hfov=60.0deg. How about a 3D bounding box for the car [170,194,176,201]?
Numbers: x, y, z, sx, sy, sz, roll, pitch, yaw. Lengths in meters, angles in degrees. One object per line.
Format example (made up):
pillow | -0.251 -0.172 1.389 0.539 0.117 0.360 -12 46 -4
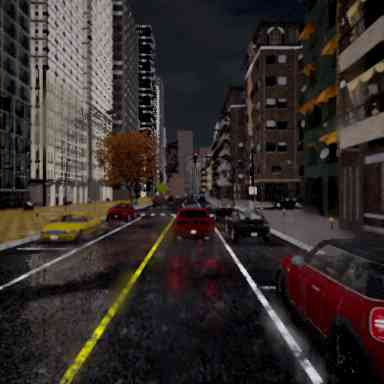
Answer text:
car | -5.904 1.831 92.958 1.947 1.339 4.313 0 0 0

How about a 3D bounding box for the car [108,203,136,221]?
car | -5.751 1.609 27.433 1.887 1.381 4.507 0 0 0

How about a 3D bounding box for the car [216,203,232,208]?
car | 2.629 1.603 27.452 2.008 1.369 4.403 0 0 0

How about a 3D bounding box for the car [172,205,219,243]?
car | 0.057 1.509 16.283 1.882 1.535 5.008 0 0 0

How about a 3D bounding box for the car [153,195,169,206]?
car | -5.828 1.469 59.821 2.192 1.841 5.009 0 0 0

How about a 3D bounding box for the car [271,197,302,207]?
car | 13.320 1.429 46.883 4.403 1.369 2.008 -1 1 -1

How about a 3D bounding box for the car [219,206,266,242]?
car | 2.654 1.579 16.386 2.008 1.369 4.403 0 0 0

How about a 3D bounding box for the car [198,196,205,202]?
car | 2.489 1.759 87.624 1.752 1.417 4.829 0 0 0

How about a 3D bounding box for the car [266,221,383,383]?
car | 2.680 1.447 5.321 1.967 1.590 4.097 0 0 0

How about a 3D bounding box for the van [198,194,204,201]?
van | 2.476 1.595 92.978 1.690 1.788 3.998 0 0 0

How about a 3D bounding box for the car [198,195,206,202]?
car | 2.503 1.780 81.931 1.947 1.339 4.313 0 0 0

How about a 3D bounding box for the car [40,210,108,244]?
car | -5.725 1.565 16.197 1.752 1.417 4.829 0 0 0

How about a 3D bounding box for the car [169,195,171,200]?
car | -5.840 1.737 65.344 1.947 1.339 4.313 0 0 0
